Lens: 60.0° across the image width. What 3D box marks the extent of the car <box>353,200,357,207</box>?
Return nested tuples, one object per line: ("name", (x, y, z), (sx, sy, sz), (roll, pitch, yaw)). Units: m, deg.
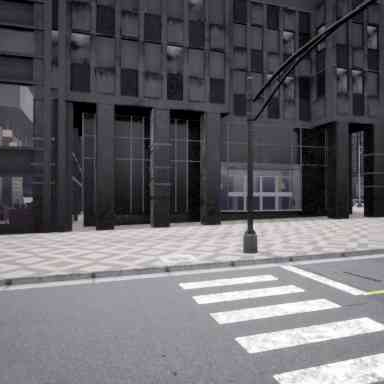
("car", (20.273, 1.259, 45.636), (1.837, 1.490, 4.892), (0, 0, -17))
